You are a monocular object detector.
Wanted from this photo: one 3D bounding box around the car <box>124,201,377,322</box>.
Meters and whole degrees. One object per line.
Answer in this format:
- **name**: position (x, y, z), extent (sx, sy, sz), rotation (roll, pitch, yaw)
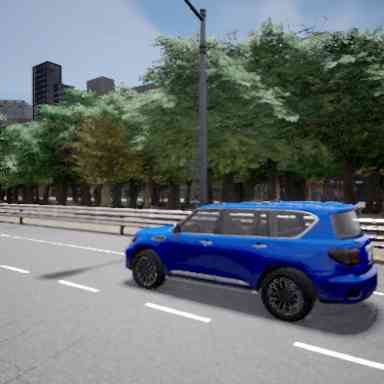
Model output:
- **car**: position (0.974, 1.223, 7.472), extent (5.566, 2.045, 2.150), rotation (0, 0, 36)
